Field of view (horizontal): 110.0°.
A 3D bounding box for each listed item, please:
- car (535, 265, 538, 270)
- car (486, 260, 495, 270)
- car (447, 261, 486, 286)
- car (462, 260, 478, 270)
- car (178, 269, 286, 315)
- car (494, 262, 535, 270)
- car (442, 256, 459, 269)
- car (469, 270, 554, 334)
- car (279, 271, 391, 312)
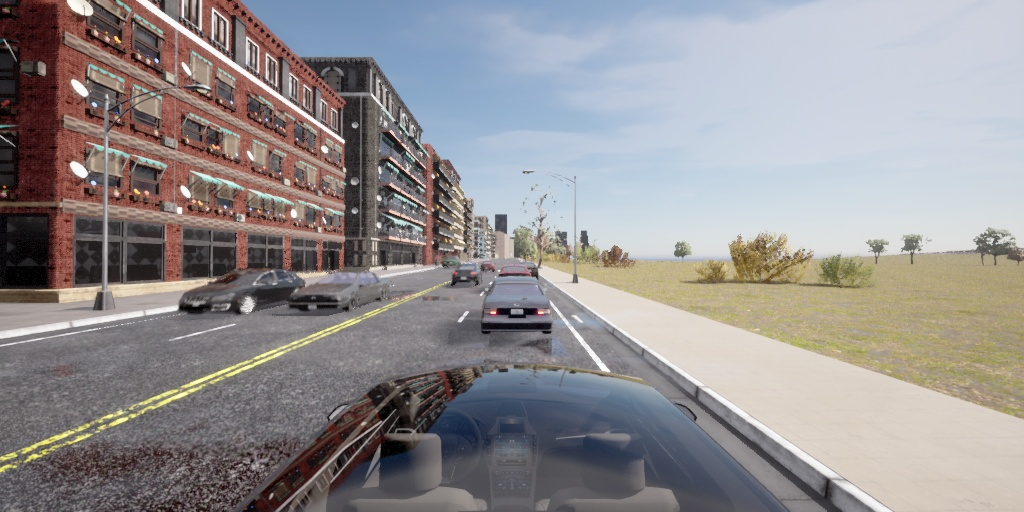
[{"bbox_3d":[1.212,1.232,30.554,1.882,1.535,5.008,0,0,0],"label":"car"},{"bbox_3d":[-3.036,1.279,45.202,1.812,1.442,4.674,0,0,0],"label":"car"},{"bbox_3d":[-3.090,1.279,25.334,1.812,1.442,4.674,0,0,0],"label":"car"},{"bbox_3d":[-6.452,1.353,55.404,1.895,1.301,4.718,0,0,0],"label":"car"},{"bbox_3d":[-9.821,1.257,13.575,1.837,1.490,4.892,0,0,0],"label":"car"},{"bbox_3d":[0.152,1.231,21.117,1.882,1.535,5.008,0,0,0],"label":"car"},{"bbox_3d":[-9.691,0.974,57.086,2.150,2.045,5.566,0,0,0],"label":"car"},{"bbox_3d":[0.122,1.299,10.577,2.033,1.411,5.357,0,0,0],"label":"car"},{"bbox_3d":[-6.570,1.300,14.467,2.033,1.411,5.357,0,0,0],"label":"car"}]
